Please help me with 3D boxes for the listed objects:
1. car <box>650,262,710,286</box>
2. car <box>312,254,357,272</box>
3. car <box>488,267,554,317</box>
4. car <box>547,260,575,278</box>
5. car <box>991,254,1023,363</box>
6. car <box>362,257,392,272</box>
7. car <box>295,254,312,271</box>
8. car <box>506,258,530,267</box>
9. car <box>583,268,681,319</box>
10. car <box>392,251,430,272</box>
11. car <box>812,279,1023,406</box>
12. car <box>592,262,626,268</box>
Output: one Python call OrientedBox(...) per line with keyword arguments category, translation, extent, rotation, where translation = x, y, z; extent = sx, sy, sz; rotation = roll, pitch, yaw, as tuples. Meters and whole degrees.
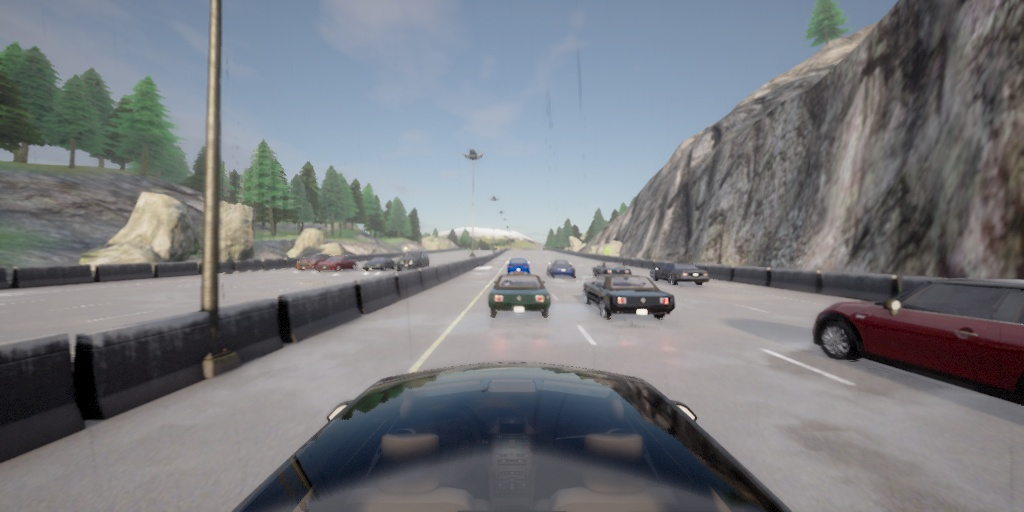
OrientedBox(category="car", translation=(10.928, 1.125, 23.769), extent=(2.033, 1.411, 5.357), rotation=(0, 1, 1))
OrientedBox(category="car", translation=(-17.027, 0.740, 35.132), extent=(1.882, 1.535, 5.008), rotation=(0, 1, 1))
OrientedBox(category="car", translation=(0.250, 1.263, 12.749), extent=(1.895, 1.301, 4.718), rotation=(0, 1, 1))
OrientedBox(category="car", translation=(4.023, 1.019, 29.759), extent=(1.994, 1.385, 4.181), rotation=(0, 1, 1))
OrientedBox(category="car", translation=(10.619, 1.006, 4.365), extent=(2.150, 2.045, 5.566), rotation=(0, 0, 1))
OrientedBox(category="car", translation=(-13.475, 0.792, 36.995), extent=(2.033, 1.411, 5.357), rotation=(0, 1, 1))
OrientedBox(category="car", translation=(-20.463, 0.553, 37.509), extent=(2.097, 1.767, 4.553), rotation=(0, 1, 1))
OrientedBox(category="car", translation=(0.543, 0.895, 30.962), extent=(1.882, 1.535, 5.008), rotation=(0, 1, 1))
OrientedBox(category="car", translation=(3.747, 1.283, 12.438), extent=(1.895, 1.301, 4.718), rotation=(0, 1, 1))
OrientedBox(category="car", translation=(-9.977, 0.491, 36.792), extent=(2.150, 2.045, 5.566), rotation=(0, 1, 1))
OrientedBox(category="car", translation=(7.134, 1.112, 5.380), extent=(2.097, 1.767, 4.553), rotation=(0, 0, 1))
OrientedBox(category="car", translation=(7.487, 1.108, 27.481), extent=(1.895, 1.301, 4.718), rotation=(0, 1, 1))
